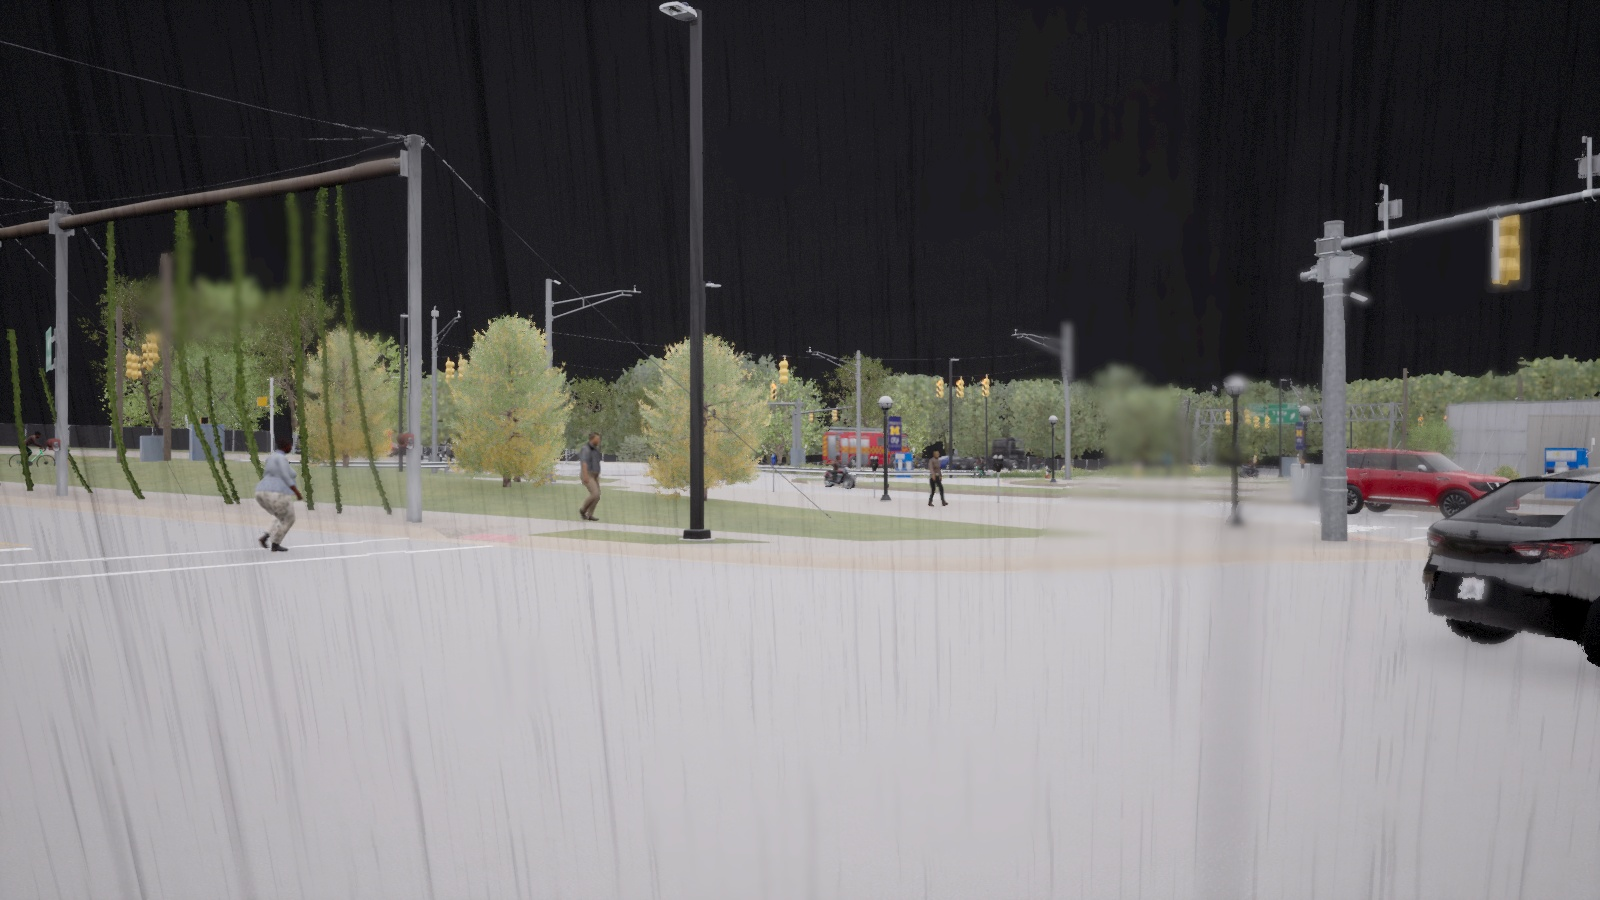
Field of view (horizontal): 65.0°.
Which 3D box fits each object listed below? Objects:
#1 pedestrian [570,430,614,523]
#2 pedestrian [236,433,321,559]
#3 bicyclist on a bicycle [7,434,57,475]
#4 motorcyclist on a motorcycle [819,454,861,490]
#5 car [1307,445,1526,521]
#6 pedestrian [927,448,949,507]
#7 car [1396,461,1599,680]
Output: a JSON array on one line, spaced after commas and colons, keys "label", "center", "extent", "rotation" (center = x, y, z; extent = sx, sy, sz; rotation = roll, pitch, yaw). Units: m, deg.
[{"label": "pedestrian", "center": [-4.174, 0.528, 25.207], "extent": [0.694, 1.848, 0.540], "rotation": [0, 0, 26]}, {"label": "pedestrian", "center": [-7.938, 0.673, 19.105], "extent": [0.874, 1.855, 0.900], "rotation": [0, 0, 43]}, {"label": "bicyclist on a bicycle", "center": [-31.453, 0.190, 51.429], "extent": [1.656, 1.620, 0.582], "rotation": [2, -1, -34]}, {"label": "motorcyclist on a motorcycle", "center": [1.909, 1.047, 59.954], "extent": [0.766, 1.649, 2.350], "rotation": [1, 1, -34]}, {"label": "car", "center": [18.649, 0.938, 38.240], "extent": [2.150, 2.045, 5.566], "rotation": [0, 1, -38]}, {"label": "pedestrian", "center": [4.329, 0.856, 39.441], "extent": [0.331, 1.846, 0.634], "rotation": [0, 0, -34]}, {"label": "car", "center": [7.125, 0.819, 9.727], "extent": [4.193, 1.474, 1.816], "rotation": [-1, -1, -7]}]
